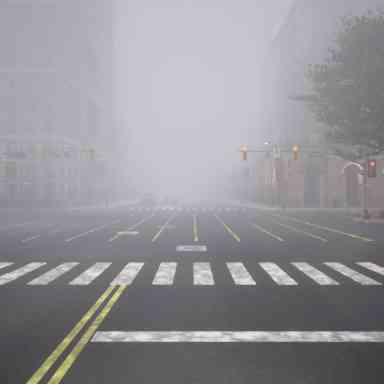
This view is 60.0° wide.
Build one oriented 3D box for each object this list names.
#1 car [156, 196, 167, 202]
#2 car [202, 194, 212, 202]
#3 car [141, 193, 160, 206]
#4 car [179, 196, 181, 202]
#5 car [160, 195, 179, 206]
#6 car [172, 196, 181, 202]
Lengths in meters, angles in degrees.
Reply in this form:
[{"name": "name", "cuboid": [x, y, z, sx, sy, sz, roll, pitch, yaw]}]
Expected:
[{"name": "car", "cuboid": [-6.979, 1.595, 76.189, 1.895, 1.301, 4.718, 0, 0, 0]}, {"name": "car", "cuboid": [3.540, 1.355, 78.288, 2.097, 1.767, 4.553, 0, 0, 0]}, {"name": "car", "cuboid": [-7.186, 1.221, 55.736, 2.150, 2.045, 5.566, 0, 0, 0]}, {"name": "car", "cuboid": [-3.613, 1.547, 65.438, 2.033, 1.411, 5.357, 0, 0, 1]}, {"name": "car", "cuboid": [-3.683, 1.491, 55.465, 2.128, 1.511, 4.902, 0, 0, 0]}, {"name": "car", "cuboid": [-3.483, 1.595, 75.745, 1.895, 1.301, 4.718, 0, 0, 0]}]
